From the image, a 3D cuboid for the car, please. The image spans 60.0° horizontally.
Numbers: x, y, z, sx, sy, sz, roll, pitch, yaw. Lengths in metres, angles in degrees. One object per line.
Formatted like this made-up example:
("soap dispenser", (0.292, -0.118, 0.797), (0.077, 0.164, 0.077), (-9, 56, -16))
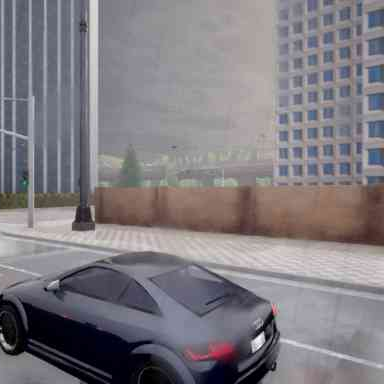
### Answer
("car", (-0.946, 1.564, 4.677), (4.181, 1.385, 1.994), (0, 0, 35))
